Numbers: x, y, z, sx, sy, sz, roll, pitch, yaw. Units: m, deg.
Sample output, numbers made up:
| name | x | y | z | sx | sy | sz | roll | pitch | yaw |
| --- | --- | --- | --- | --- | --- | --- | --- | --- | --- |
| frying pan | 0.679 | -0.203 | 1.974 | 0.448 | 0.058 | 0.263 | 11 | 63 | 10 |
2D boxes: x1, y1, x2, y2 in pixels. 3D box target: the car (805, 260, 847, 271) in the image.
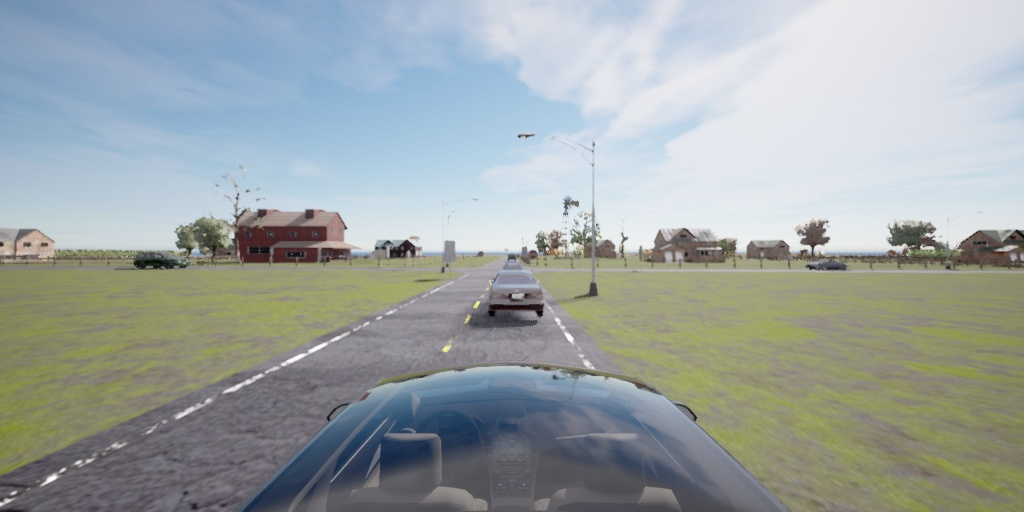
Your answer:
| name | x | y | z | sx | sy | sz | roll | pitch | yaw |
| --- | --- | --- | --- | --- | --- | --- | --- | --- | --- |
| car | 40.014 | 1.136 | 45.753 | 4.181 | 1.385 | 1.994 | 0 | 1 | 1 |

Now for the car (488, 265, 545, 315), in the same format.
| name | x | y | z | sx | sy | sz | roll | pitch | yaw |
| --- | --- | --- | --- | --- | --- | --- | --- | --- | --- |
| car | 0.103 | 1.213 | 13.075 | 2.033 | 1.411 | 5.357 | 0 | 0 | -1 |

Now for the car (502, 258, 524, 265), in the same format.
| name | x | y | z | sx | sy | sz | roll | pitch | yaw |
| --- | --- | --- | --- | --- | --- | --- | --- | --- | --- |
| car | 0.094 | 1.114 | 28.138 | 1.994 | 1.385 | 4.181 | 0 | 0 | 0 |

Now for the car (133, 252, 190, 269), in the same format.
| name | x | y | z | sx | sy | sz | roll | pitch | yaw |
| --- | --- | --- | --- | --- | --- | --- | --- | --- | --- |
| car | -42.460 | 0.536 | 43.479 | 5.566 | 2.045 | 2.150 | 0 | 1 | 1 |
